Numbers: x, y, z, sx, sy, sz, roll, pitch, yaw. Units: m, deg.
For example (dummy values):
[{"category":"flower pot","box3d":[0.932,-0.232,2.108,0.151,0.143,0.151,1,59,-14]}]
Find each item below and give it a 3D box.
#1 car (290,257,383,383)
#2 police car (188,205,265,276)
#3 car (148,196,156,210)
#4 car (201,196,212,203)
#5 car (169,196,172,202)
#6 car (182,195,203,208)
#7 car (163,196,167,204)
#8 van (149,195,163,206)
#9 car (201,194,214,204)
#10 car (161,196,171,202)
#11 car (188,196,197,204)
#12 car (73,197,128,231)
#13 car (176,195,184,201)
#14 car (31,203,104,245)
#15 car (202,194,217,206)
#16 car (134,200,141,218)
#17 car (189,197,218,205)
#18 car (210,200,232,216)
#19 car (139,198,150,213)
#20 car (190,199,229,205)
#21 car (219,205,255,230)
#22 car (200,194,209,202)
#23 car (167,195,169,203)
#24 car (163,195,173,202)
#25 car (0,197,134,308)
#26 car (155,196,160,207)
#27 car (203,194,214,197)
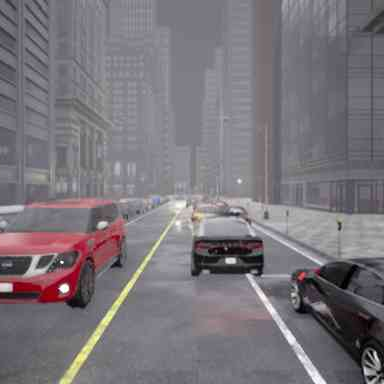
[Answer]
[{"category":"car","box3d":[2.767,1.560,4.708,1.947,1.339,4.313,0,0,0]},{"category":"police car","box3d":[0.916,1.414,10.428,1.930,1.638,5.238,0,0,0]},{"category":"car","box3d":[-5.708,1.512,38.534,2.008,1.369,4.403,0,0,0]},{"category":"car","box3d":[2.859,1.517,66.707,1.947,1.339,4.313,0,0,0]},{"category":"car","box3d":[-5.666,1.517,66.717,1.947,1.339,4.313,0,0,0]},{"category":"car","box3d":[0.088,1.504,46.322,2.033,1.411,5.357,0,0,1]},{"category":"car","box3d":[-5.683,1.478,55.274,1.752,1.417,4.829,0,0,0]},{"category":"van","box3d":[-5.692,1.296,49.807,1.690,1.788,3.998,0,0,0]},{"category":"car","box3d":[2.849,1.267,61.071,2.192,1.841,5.009,0,0,0]},{"category":"car","box3d":[-5.658,1.517,72.353,1.947,1.339,4.313,0,0,0]},{"category":"car","box3d":[0.095,1.456,63.802,1.837,1.490,4.892,0,0,0]},{"category":"car","box3d":[-5.734,1.292,21.624,2.192,1.841,5.009,0,0,0]},{"category":"car","box3d":[-2.873,1.465,85.230,1.837,1.490,4.892,0,0,0]},{"category":"car","box3d":[-5.742,1.423,15.987,1.967,1.590,4.097,0,0,0]},{"category":"car","box3d":[2.841,1.268,55.434,2.192,1.841,5.009,0,0,0]},{"category":"car","box3d":[-5.724,1.537,27.261,1.947,1.339,4.313,0,0,0]},{"category":"car","box3d":[0.939,1.450,26.319,1.882,1.535,5.008,0,0,0]},{"category":"car","box3d":[2.809,1.548,32.890,1.802,1.307,4.206,0,0,0]},{"category":"car","box3d":[-5.716,1.532,32.897,1.947,1.339,4.313,0,0,0]},{"category":"car","box3d":[0.931,1.434,20.508,1.801,1.575,5.366,0,0,0]},{"category":"car","box3d":[2.792,1.559,21.618,1.802,1.307,4.206,0,0,0]},{"category":"car","box3d":[2.875,1.392,77.979,1.967,1.590,4.097,0,0,0]},{"category":"car","box3d":[-5.675,1.533,61.081,1.802,1.307,4.206,0,0,0]},{"category":"car","box3d":[-5.650,1.502,77.990,2.008,1.369,4.403,0,0,0]},{"category":"car","box3d":[-3.087,1.212,8.223,2.150,2.045,5.566,0,0,0]},{"category":"car","box3d":[-5.699,1.540,44.171,1.802,1.307,4.206,0,0,0]},{"category":"car","box3d":[2.825,1.398,44.163,1.967,1.590,4.097,0,0,0]}]
